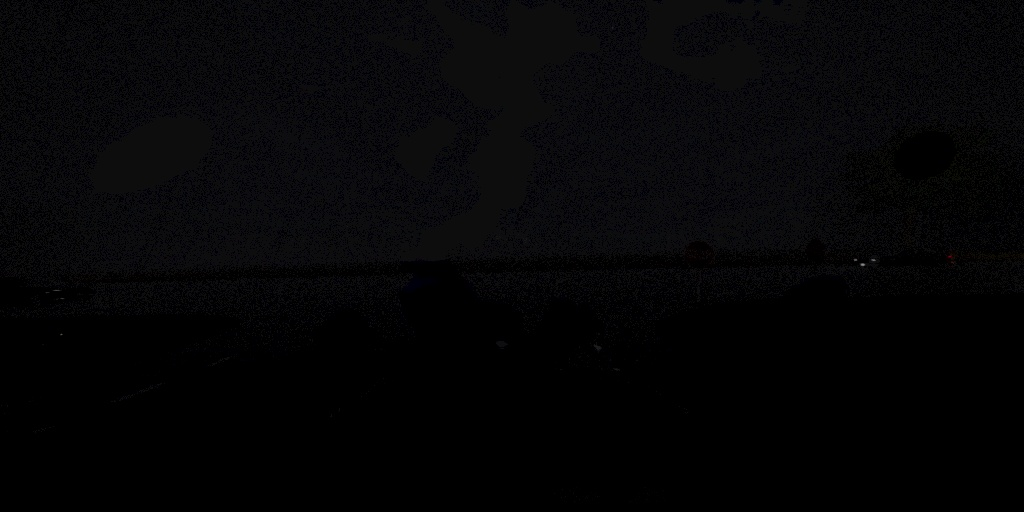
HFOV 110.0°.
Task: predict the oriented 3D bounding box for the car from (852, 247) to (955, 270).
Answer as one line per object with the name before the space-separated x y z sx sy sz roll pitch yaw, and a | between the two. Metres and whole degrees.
car | 26.458 0.137 24.306 5.357 1.411 2.033 -1 3 0

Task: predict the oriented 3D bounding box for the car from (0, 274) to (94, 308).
car | -23.523 1.637 17.444 5.008 1.535 1.882 -2 3 0
